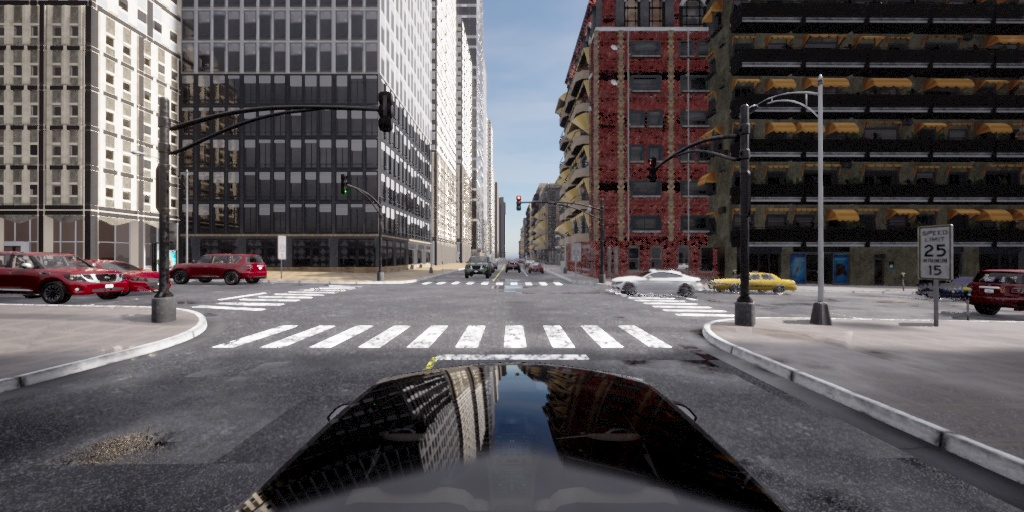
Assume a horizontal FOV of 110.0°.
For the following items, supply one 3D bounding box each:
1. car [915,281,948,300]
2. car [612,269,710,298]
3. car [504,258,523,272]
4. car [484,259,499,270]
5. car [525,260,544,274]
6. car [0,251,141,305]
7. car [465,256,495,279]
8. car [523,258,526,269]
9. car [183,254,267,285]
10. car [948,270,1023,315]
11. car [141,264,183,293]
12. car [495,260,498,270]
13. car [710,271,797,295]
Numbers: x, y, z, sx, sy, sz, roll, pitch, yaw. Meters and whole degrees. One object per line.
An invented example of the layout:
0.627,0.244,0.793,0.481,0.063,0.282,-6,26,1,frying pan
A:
25.470,1.796,19.498,5.357,1.411,2.033,1,0,0,car
7.923,1.454,19.772,4.674,1.442,1.812,1,0,7,car
0.132,1.265,46.172,1.837,1.490,4.892,0,0,0,car
-3.051,1.244,53.961,1.882,1.535,5.008,0,0,0,car
2.770,1.341,41.709,1.802,1.307,4.207,0,0,0,car
-17.567,0.757,13.365,5.009,1.841,2.192,0,0,0,car
-3.077,0.977,33.614,2.150,2.045,5.566,0,0,0,car
2.729,1.317,54.626,2.007,1.370,4.403,0,0,0,car
-17.695,0.776,21.744,5.009,1.841,2.192,0,0,0,car
20.607,1.461,13.703,5.009,1.841,2.192,0,0,0,car
-18.151,0.916,15.951,5.008,1.535,1.882,1,0,0,car
-3.063,1.286,43.688,1.812,1.442,4.674,0,0,0,car
14.645,1.587,22.003,4.829,1.417,1.751,0,0,0,car
